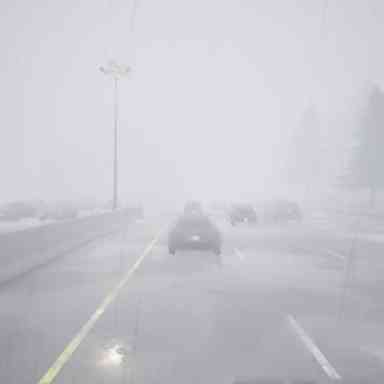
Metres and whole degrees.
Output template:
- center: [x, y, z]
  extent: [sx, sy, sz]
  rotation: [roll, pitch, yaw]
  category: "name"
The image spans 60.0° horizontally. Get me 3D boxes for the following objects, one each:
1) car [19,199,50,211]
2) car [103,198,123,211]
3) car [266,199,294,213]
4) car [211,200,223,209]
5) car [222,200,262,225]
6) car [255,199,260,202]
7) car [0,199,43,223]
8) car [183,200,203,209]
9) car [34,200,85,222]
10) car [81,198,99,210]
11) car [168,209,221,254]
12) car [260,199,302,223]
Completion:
- center: [-21.003, 1.701, 44.519]
  extent: [1.837, 1.490, 4.892]
  rotation: [0, 0, 0]
  category: "car"
- center: [-10.503, 1.643, 44.520]
  extent: [1.837, 1.490, 4.892]
  rotation: [0, 0, 0]
  category: "car"
- center: [10.499, 1.624, 40.160]
  extent: [2.128, 1.511, 4.902]
  rotation: [0, 0, 0]
  category: "car"
- center: [3.532, 1.744, 43.912]
  extent: [1.895, 1.301, 4.718]
  rotation: [0, 0, 1]
  category: "car"
- center: [3.598, 1.586, 24.589]
  extent: [1.837, 1.490, 4.892]
  rotation: [0, 0, 0]
  category: "car"
- center: [10.508, 1.733, 51.761]
  extent: [1.994, 1.385, 4.181]
  rotation: [0, 0, 0]
  category: "car"
- center: [-14.092, 1.576, 26.638]
  extent: [2.128, 1.511, 4.902]
  rotation: [0, 0, 0]
  category: "car"
- center: [0.098, 1.622, 35.668]
  extent: [1.837, 1.490, 4.892]
  rotation: [0, 0, 0]
  category: "car"
- center: [-10.589, 1.611, 26.925]
  extent: [1.812, 1.442, 4.674]
  rotation: [0, 0, 0]
  category: "car"
- center: [-14.003, 1.547, 44.550]
  extent: [2.097, 1.767, 4.553]
  rotation: [0, 0, 0]
  category: "car"
- center: [0.100, 1.609, 13.760]
  extent: [1.994, 1.385, 4.181]
  rotation: [0, 0, 0]
  category: "car"
- center: [7.098, 1.439, 26.435]
  extent: [2.097, 1.767, 4.553]
  rotation: [0, 0, 0]
  category: "car"
